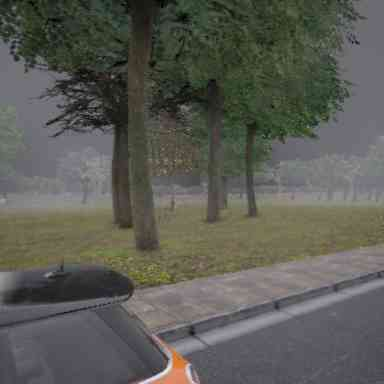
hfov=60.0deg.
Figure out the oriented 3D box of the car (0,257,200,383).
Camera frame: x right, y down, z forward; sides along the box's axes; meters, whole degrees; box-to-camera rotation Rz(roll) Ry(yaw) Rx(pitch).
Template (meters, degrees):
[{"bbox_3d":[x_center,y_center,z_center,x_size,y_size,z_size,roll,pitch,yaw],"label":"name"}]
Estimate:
[{"bbox_3d":[-2.091,1.354,1.570,4.553,1.767,2.097,0,0,-35],"label":"car"}]
